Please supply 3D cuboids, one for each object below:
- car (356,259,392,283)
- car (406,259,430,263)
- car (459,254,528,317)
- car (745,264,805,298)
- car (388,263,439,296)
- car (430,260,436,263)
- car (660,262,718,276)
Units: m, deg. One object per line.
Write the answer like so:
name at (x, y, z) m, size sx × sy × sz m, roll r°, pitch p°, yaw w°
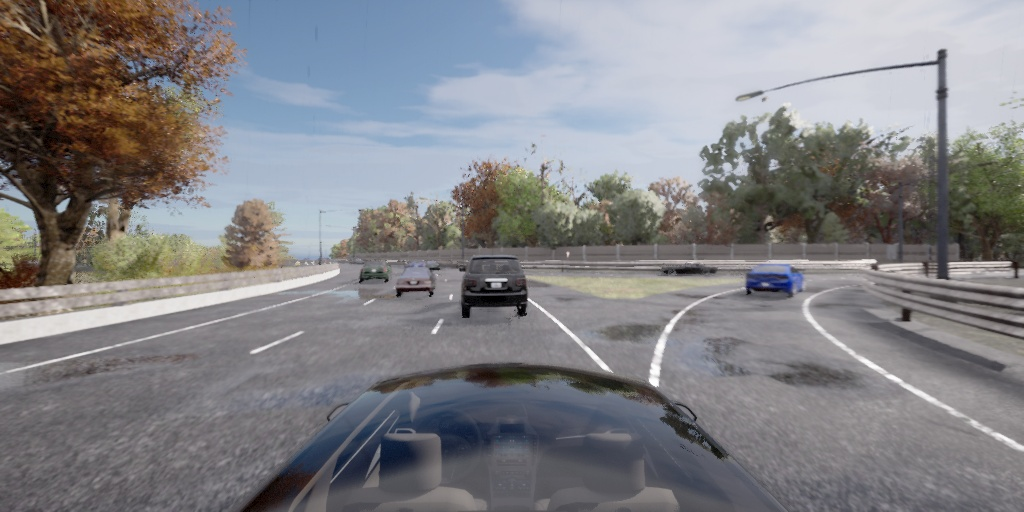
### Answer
car at (-10.799, 1.128, 28.701) m, size 2.097 × 1.767 × 4.553 m, roll 0°, pitch 0°, yaw -14°
car at (-10.939, 1.116, 40.651) m, size 2.097 × 1.767 × 4.553 m, roll 0°, pitch 0°, yaw -21°
car at (-0.790, 0.963, 13.426) m, size 2.150 × 2.045 × 5.566 m, roll 0°, pitch 0°, yaw -7°
car at (13.365, 1.141, 18.155) m, size 5.008 × 1.535 × 1.882 m, roll 0°, pitch 0°, yaw -45°
car at (-5.063, 1.304, 19.311) m, size 2.033 × 1.411 × 5.357 m, roll 0°, pitch 0°, yaw -10°
car at (-11.793, 1.321, 51.093) m, size 1.994 × 1.385 × 4.181 m, roll 0°, pitch 0°, yaw -26°
car at (16.599, 1.231, 33.914) m, size 4.718 × 1.301 × 1.895 m, roll 0°, pitch 0°, yaw 13°
